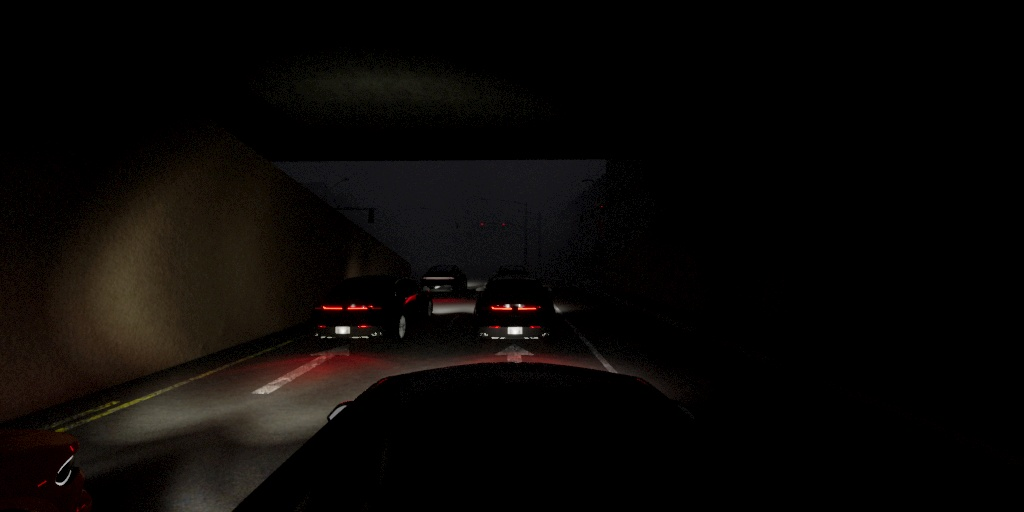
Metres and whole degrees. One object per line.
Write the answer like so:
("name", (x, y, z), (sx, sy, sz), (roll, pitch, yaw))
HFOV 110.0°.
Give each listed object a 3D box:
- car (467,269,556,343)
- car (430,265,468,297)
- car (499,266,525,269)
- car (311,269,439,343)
("car", (0.051, 1.255, 9.639), (1.837, 1.490, 4.892), (0, 0, 0))
("car", (-3.488, 1.241, 19.012), (2.128, 1.511, 4.902), (0, 0, -1))
("car", (0.008, 1.255, 19.049), (1.837, 1.490, 4.892), (0, 0, 0))
("car", (-3.450, 1.255, 9.695), (1.837, 1.490, 4.892), (0, 0, 0))
